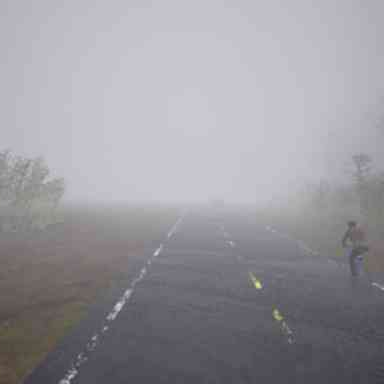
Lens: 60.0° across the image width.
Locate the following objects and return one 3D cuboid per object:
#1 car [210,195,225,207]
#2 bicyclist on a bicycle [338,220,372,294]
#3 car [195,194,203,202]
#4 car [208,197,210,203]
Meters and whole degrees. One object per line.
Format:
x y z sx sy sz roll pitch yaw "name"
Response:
4.240 1.641 53.700 1.812 1.442 4.674 1 0 1 "car"
3.946 1.526 8.092 0.582 1.620 1.656 1 0 1 "bicyclist on a bicycle"
1.696 1.691 78.637 1.895 1.301 4.718 1 0 1 "car"
4.553 1.492 72.053 2.097 1.767 4.553 1 0 1 "car"
